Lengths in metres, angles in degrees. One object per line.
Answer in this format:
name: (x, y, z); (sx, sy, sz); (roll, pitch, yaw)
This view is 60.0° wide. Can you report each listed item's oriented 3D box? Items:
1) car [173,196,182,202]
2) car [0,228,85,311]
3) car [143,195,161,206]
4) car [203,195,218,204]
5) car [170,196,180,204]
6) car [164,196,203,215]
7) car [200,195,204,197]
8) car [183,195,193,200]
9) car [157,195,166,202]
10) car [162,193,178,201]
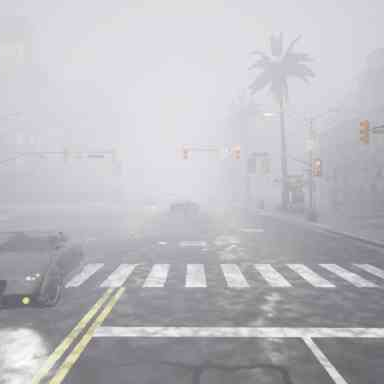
car: (-3.357, 1.595, 77.148); (1.895, 1.301, 4.718); (0, 0, 0)
car: (-3.806, 1.564, 7.652); (1.994, 1.385, 4.181); (0, 0, -6)
car: (-6.936, 1.352, 56.353); (2.097, 1.767, 4.553); (0, 0, 1)
car: (3.711, 1.491, 61.612); (2.128, 1.511, 4.902); (0, 0, 0)
car: (-3.392, 1.526, 67.055); (1.812, 1.442, 4.674); (0, 0, 1)
car: (-0.773, 1.477, 34.602); (1.882, 1.535, 5.008); (1, 0, 19)
car: (2.691, 1.478, 93.436); (1.882, 1.535, 5.008); (0, 0, -12)
car: (-1.203, 1.524, 95.421); (1.812, 1.442, 4.674); (0, 0, -12)
car: (-6.860, 1.524, 75.133); (1.812, 1.442, 4.674); (0, 0, 0)
car: (-3.421, 1.221, 57.546); (2.150, 2.045, 5.566); (0, 0, 1)
